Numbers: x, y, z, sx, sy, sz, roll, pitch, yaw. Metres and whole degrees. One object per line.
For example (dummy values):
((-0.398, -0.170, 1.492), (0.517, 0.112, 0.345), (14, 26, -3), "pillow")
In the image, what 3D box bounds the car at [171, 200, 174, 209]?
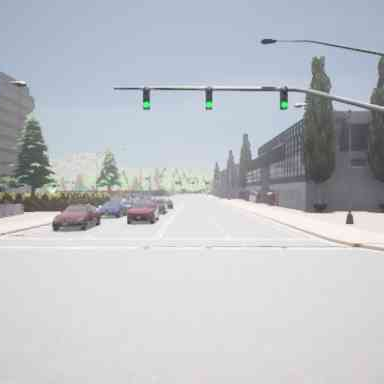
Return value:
((-3.527, 1.544, 44.225), (1.994, 1.385, 4.181), (0, 0, 1), "car")

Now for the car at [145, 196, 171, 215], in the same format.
((-3.558, 1.490, 34.349), (1.837, 1.490, 4.892), (0, 0, 0), "car")

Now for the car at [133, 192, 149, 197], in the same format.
((-7.011, 1.330, 49.317), (2.097, 1.767, 4.553), (0, 0, 0), "car")

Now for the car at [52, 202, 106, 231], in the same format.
((-7.077, 1.516, 20.870), (1.812, 1.442, 4.674), (0, 0, 0), "car")

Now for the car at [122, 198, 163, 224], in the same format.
((-3.571, 1.467, 24.853), (1.882, 1.535, 5.008), (0, 0, 0), "car")

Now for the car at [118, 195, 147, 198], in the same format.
((-7.049, 1.474, 39.040), (2.128, 1.511, 4.902), (0, 0, 0), "car")

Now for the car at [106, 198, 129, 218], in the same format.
((-7.064, 1.512, 29.776), (1.812, 1.442, 4.674), (0, 0, 0), "car")
